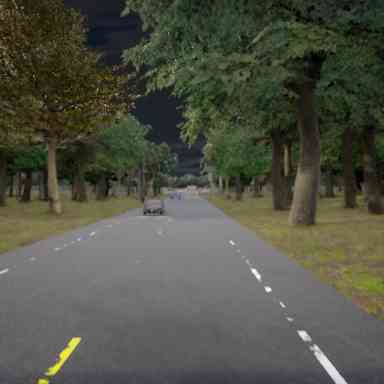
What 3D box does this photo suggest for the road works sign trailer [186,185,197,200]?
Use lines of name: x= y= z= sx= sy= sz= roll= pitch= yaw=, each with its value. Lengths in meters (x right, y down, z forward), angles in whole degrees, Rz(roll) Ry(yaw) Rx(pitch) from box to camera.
road works sign trailer: x=-0.002 y=0.163 z=80.595 sx=2.380 sy=3.560 sz=2.880 roll=0 pitch=0 yaw=0

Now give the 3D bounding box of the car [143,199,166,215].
car: x=-3.596 y=1.417 z=32.160 sx=1.837 sy=1.490 sz=4.892 roll=0 pitch=0 yaw=0

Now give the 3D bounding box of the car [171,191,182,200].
car: x=-3.501 y=0.747 z=73.910 sx=2.150 sy=2.045 sz=5.566 roll=0 pitch=0 yaw=0
